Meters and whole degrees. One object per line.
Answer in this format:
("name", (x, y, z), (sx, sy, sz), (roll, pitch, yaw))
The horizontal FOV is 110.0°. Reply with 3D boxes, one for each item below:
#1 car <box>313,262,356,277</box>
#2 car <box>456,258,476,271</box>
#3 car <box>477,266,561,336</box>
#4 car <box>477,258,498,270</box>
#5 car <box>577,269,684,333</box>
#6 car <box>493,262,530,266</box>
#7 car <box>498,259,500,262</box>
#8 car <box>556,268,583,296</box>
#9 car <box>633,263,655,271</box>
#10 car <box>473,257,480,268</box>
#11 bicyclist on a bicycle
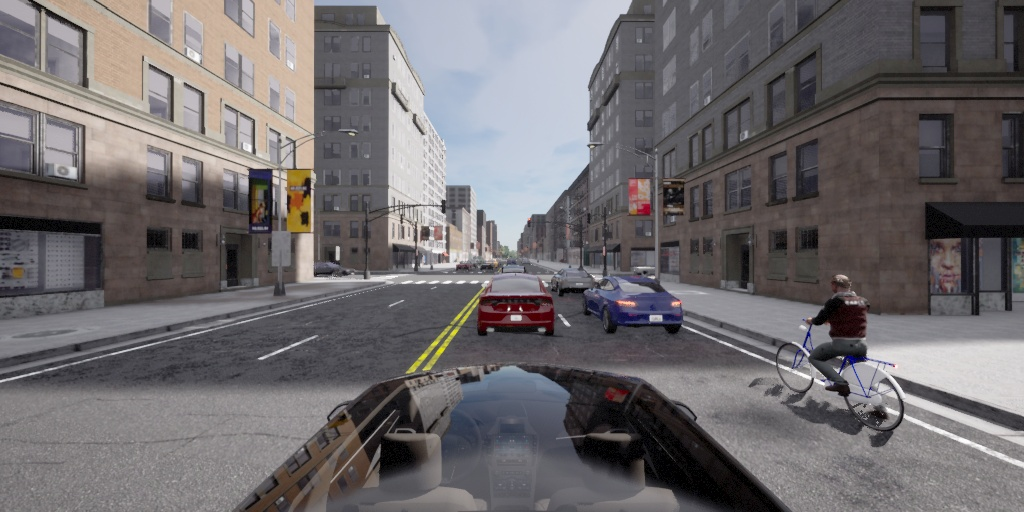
("car", (-17.949, 1.285, 34.344), (5.357, 1.411, 2.033), (0, 0, -1))
("car", (-6.652, 1.369, 50.374), (1.895, 1.301, 4.718), (0, 0, 0))
("car", (0.093, 1.229, 10.461), (1.882, 1.535, 5.008), (0, 0, 0))
("car", (-3.392, 1.369, 50.425), (1.895, 1.301, 4.718), (0, 0, 0))
("car", (3.337, 1.277, 10.600), (1.812, 1.442, 4.674), (0, 0, 0))
("car", (0.083, 1.259, 19.944), (1.837, 1.490, 4.892), (0, 0, 0))
("car", (-3.390, 1.248, 59.817), (1.882, 1.535, 5.008), (0, 0, 0))
("car", (3.233, 1.318, 19.200), (1.994, 1.385, 4.181), (0, 0, 0))
("car", (15.016, 1.411, 37.183), (4.718, 1.301, 1.895), (0, 0, 1))
("car", (-6.643, 1.275, 59.476), (1.837, 1.490, 4.892), (0, 0, 0))
("bicyclist on a bicycle", (4.143, 1.121, 4.716), (0.659, 1.776, 1.843), (0, 0, 0))
